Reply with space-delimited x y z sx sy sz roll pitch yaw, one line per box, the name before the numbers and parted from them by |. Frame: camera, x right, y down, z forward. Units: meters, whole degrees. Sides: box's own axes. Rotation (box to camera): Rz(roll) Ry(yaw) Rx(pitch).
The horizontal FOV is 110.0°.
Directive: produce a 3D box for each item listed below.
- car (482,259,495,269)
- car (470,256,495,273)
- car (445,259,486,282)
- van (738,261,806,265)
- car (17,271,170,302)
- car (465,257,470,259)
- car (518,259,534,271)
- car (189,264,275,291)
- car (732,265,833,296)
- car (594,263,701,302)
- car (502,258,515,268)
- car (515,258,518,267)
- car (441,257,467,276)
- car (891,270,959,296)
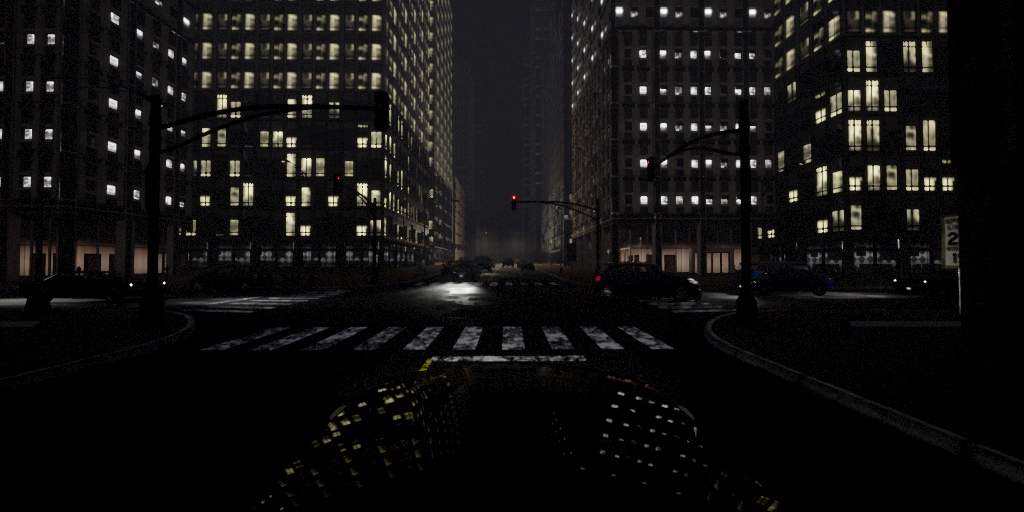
car | -3.845 1.278 59.650 1.837 1.490 4.892 0 0 0
car | -3.687 0.988 45.266 2.150 2.045 5.566 0 0 -1
car | -3.682 1.252 29.444 2.128 1.511 4.902 0 0 3
van | 15.714 1.210 21.835 3.998 1.789 1.690 0 0 -1
car | -18.066 1.301 15.680 4.718 1.301 1.895 0 -1 -1
car | -6.314 1.082 48.202 2.192 1.841 5.009 0 0 -1
car | 2.065 1.350 48.376 1.802 1.307 4.207 0 0 -1
car | -16.757 1.255 21.472 4.097 1.591 1.967 0 0 -1
car | 14.522 1.342 19.239 4.674 1.442 1.812 0 -1 -2
car | 6.134 1.103 16.552 4.553 1.767 2.097 0 -1 17
car | -0.732 1.126 64.000 2.097 1.767 4.553 0 0 -1
car | 1.914 1.297 59.701 1.751 1.417 4.829 0 0 -1
car | -6.164 1.203 37.052 1.967 1.591 4.097 0 0 -1
car | 23.566 1.435 19.343 4.718 1.301 1.895 0 -1 -1
